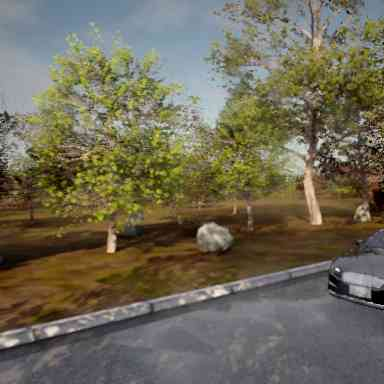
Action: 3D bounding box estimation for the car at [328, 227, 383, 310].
[{"bbox_3d":[4.909,1.448,7.188,4.902,1.511,2.128,0,0,-35],"label":"car"}]
